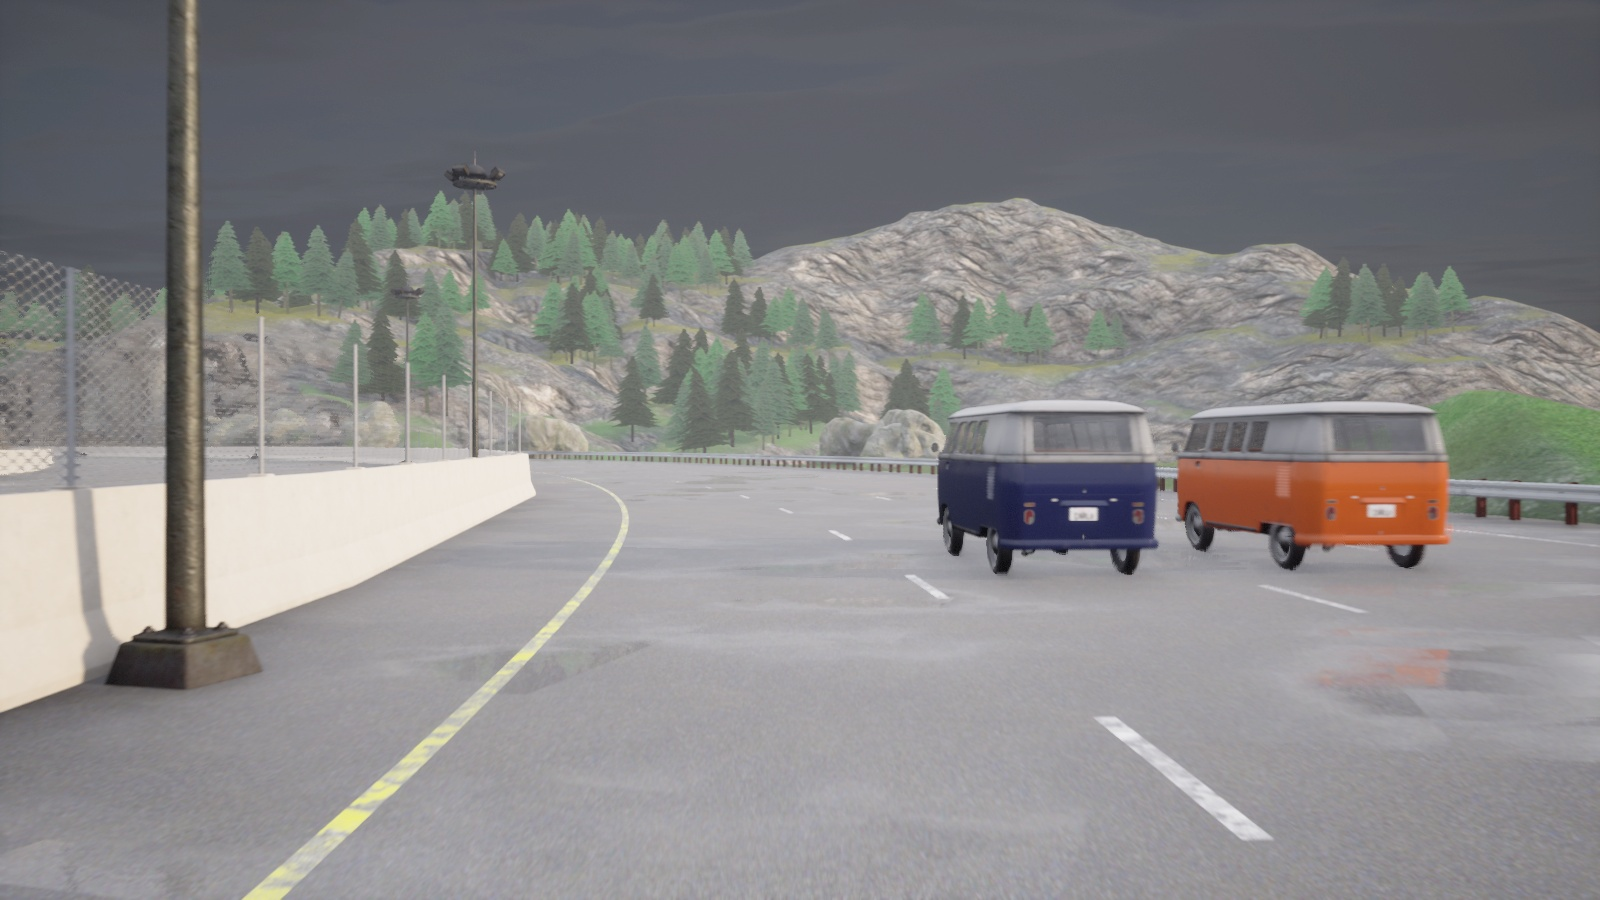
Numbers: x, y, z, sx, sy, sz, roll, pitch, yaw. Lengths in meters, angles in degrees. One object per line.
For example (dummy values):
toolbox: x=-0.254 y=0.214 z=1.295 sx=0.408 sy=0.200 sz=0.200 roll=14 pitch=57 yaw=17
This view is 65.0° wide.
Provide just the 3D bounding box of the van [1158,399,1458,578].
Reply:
van: x=6.307 y=0.412 z=16.221 sx=1.775 sy=1.987 sz=4.442 roll=0 pitch=0 yaw=-5

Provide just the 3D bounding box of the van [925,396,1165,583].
van: x=2.845 y=0.413 z=15.622 sx=1.775 sy=1.987 sz=4.442 roll=0 pitch=0 yaw=-5
